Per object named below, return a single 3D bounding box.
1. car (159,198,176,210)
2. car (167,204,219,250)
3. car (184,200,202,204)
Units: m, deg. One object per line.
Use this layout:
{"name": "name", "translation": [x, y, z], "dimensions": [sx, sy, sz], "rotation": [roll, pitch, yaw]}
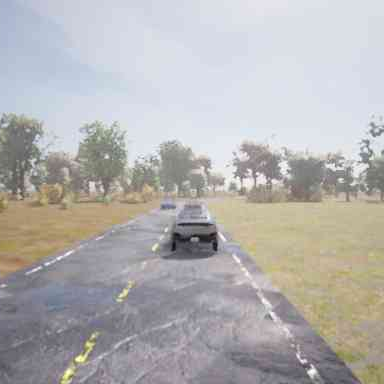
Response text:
{"name": "car", "translation": [-2.992, 1.491, 42.730], "dimensions": [1.812, 1.442, 4.674], "rotation": [0, 0, 1]}
{"name": "car", "translation": [0.097, 1.482, 14.299], "dimensions": [2.128, 1.511, 4.902], "rotation": [0, 0, 0]}
{"name": "car", "translation": [0.099, 1.520, 35.615], "dimensions": [2.033, 1.411, 5.357], "rotation": [0, 0, 0]}
